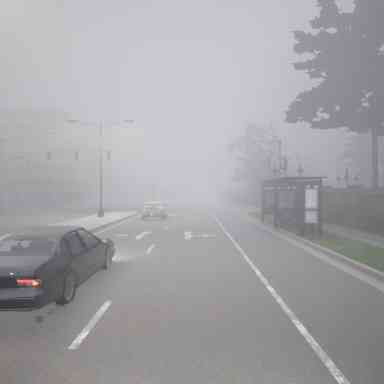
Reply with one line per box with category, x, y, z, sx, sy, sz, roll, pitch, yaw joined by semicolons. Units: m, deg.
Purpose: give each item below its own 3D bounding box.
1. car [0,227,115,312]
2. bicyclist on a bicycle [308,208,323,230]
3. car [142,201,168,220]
car;-3.323;1.547;7.995;2.033;1.411;5.357;0;0;0
bicyclist on a bicycle;6.696;1.229;18.222;0.582;1.656;1.620;11;-40;-6
car;-3.147;1.526;28.483;1.812;1.442;4.674;0;0;1
